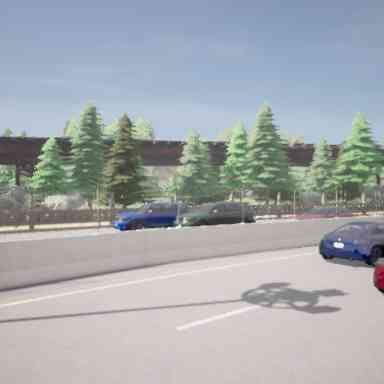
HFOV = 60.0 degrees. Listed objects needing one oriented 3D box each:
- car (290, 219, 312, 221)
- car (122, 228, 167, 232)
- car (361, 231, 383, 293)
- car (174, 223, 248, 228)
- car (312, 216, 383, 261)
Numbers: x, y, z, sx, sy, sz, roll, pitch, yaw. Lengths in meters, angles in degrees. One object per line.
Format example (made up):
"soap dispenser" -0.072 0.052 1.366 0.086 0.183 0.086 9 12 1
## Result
"car" 8.466 1.731 21.501 4.553 1.767 2.097 0 -1 -27
"car" -2.620 1.780 23.236 5.566 2.045 2.150 0 -2 -32
"car" 6.189 1.668 7.839 4.181 1.385 1.994 0 -2 -33
"car" 1.573 1.692 21.691 5.566 2.045 2.150 0 -2 -31
"car" 6.643 1.760 12.249 4.181 1.385 1.994 0 -2 -32
